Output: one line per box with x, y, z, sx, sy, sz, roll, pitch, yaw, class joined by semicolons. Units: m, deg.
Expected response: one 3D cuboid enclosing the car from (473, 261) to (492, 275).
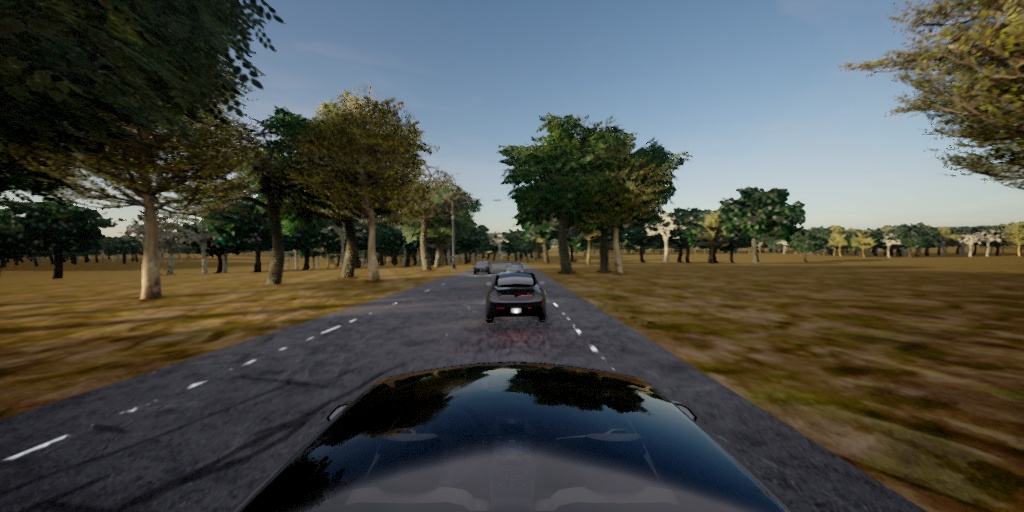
-3.373;1.341;41.475;1.837;1.490;4.892;-1;-1;1;car

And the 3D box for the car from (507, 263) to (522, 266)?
0.226;1.322;31.352;2.033;1.411;5.357;-1;0;0;car

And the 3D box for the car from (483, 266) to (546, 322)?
0.127;1.293;12.561;1.837;1.490;4.892;-1;0;0;car
